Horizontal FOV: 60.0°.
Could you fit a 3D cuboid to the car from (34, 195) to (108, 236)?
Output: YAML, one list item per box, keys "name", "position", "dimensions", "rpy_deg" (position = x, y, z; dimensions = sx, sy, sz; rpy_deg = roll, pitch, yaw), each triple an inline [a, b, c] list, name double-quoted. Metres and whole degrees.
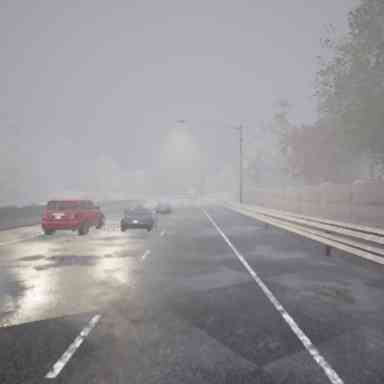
- name: "car"
  position: [-6.899, 1.412, 19.827]
  dimensions: [2.150, 2.045, 5.566]
  rpy_deg: [0, 0, 0]

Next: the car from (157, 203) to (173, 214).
- name: "car"
  position: [-3.397, 1.957, 40.414]
  dimensions: [1.994, 1.385, 4.181]
  rpy_deg: [0, -1, 0]

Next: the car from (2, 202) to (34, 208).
- name: "car"
  position: [-17.579, 1.865, 35.224]
  dimensions: [1.812, 1.442, 4.674]
  rpy_deg: [0, -1, 0]

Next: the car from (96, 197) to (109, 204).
- name: "car"
  position: [-20.994, 1.913, 78.215]
  dimensions: [1.837, 1.490, 4.892]
  rpy_deg: [0, -1, 0]

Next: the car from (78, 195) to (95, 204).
- name: "car"
  position: [-24.494, 1.743, 77.182]
  dimensions: [2.150, 2.045, 5.566]
  rpy_deg: [0, -1, 0]

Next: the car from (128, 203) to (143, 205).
- name: "car"
  position: [-6.897, 1.956, 40.308]
  dimensions: [1.994, 1.385, 4.181]
  rpy_deg: [0, -1, 0]

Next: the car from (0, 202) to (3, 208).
- name: "car"
  position: [-21.074, 1.844, 36.400]
  dimensions: [2.128, 1.511, 4.902]
  rpy_deg: [0, -1, 0]

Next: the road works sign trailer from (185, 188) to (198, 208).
- name: "road works sign trailer"
  position: [0.005, 1.091, 62.559]
  dimensions: [2.380, 3.560, 2.880]
  rpy_deg: [0, -1, 0]

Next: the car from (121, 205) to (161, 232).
- name: "car"
  position: [-3.399, 1.774, 22.005]
  dimensions: [1.994, 1.385, 4.181]
  rpy_deg: [0, -1, 0]
